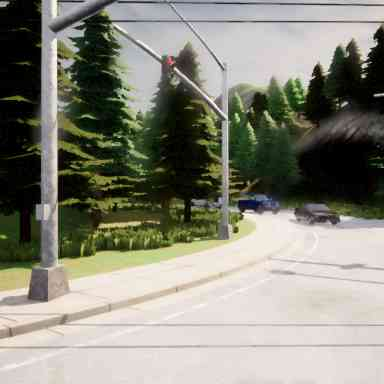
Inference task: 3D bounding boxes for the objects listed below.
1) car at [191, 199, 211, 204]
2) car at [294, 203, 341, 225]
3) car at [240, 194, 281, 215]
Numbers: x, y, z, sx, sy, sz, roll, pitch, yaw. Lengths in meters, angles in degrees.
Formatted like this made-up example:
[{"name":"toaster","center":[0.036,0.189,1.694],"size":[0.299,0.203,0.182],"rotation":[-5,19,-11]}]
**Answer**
[{"name":"car","center":[1.864,1.219,44.220],"size":[2.150,2.045,5.566],"rotation":[0,0,-34]},{"name":"car","center":[9.026,1.547,24.506],"size":[2.033,1.411,5.357],"rotation":[0,0,2]},{"name":"car","center":[6.910,1.221,34.996],"size":[2.150,2.045,5.566],"rotation":[0,0,-23]}]
